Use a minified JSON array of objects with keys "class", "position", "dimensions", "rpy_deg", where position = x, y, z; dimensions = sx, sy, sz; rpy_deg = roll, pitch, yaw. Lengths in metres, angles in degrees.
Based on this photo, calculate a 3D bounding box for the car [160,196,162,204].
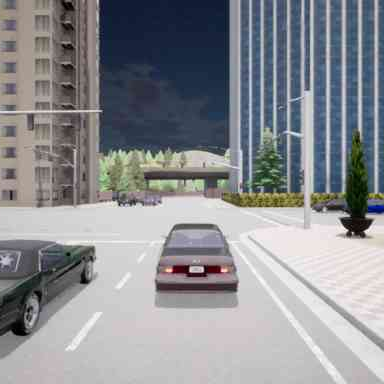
[{"class":"car","position":[-6.892,1.349,63.736],"dimensions":[2.097,1.767,4.553],"rpy_deg":[0,0,1]}]

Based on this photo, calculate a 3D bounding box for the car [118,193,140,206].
[{"class":"car","position":[-10.460,1.219,53.882],"dimensions":[2.150,2.045,5.566],"rpy_deg":[0,0,0]}]

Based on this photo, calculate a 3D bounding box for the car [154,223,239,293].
[{"class":"car","position":[0.097,1.547,8.962],"dimensions":[2.033,1.411,5.357],"rpy_deg":[0,0,0]}]

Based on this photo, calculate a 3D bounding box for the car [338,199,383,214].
[{"class":"car","position":[17.632,1.476,33.032],"dimensions":[5.008,1.535,1.882],"rpy_deg":[0,0,0]}]

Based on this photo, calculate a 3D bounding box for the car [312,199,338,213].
[{"class":"car","position":[15.682,1.503,36.517],"dimensions":[4.892,1.490,1.837],"rpy_deg":[0,0,0]}]

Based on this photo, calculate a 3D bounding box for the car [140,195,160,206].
[{"class":"car","position":[-6.953,1.349,54.847],"dimensions":[2.097,1.767,4.553],"rpy_deg":[0,0,0]}]

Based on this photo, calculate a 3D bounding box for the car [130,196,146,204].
[{"class":"car","position":[-10.384,1.544,64.318],"dimensions":[2.033,1.411,5.357],"rpy_deg":[0,0,1]}]

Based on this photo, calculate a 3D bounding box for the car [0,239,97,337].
[{"class":"car","position":[-3.422,1.601,6.626],"dimensions":[1.895,1.301,4.718],"rpy_deg":[0,0,1]}]
